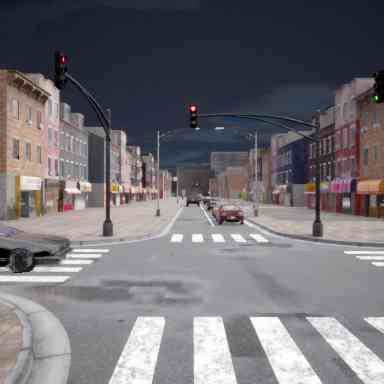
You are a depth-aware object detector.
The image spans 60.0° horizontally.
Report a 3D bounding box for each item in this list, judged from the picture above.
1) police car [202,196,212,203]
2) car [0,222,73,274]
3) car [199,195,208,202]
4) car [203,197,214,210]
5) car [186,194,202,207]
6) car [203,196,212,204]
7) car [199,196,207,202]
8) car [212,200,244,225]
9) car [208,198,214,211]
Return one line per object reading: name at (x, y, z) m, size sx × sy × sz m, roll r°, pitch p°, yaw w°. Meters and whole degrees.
police car at (3.161, 1.547, 62.528) m, size 1.930 × 1.638 × 5.238 m, roll 0°, pitch 0°, yaw 0°
car at (-6.389, 1.524, 9.686) m, size 5.357 × 1.411 × 2.033 m, roll 0°, pitch 0°, yaw -7°
car at (2.835, 1.637, 81.045) m, size 1.967 × 1.590 × 4.097 m, roll 0°, pitch 0°, yaw 0°
car at (2.739, 1.616, 41.287) m, size 1.947 × 1.339 × 4.313 m, roll 0°, pitch 0°, yaw 0°
car at (0.182, 1.312, 54.207) m, size 2.150 × 2.045 × 5.566 m, roll 0°, pitch 0°, yaw 1°
car at (3.193, 1.676, 69.417) m, size 1.812 × 1.442 × 4.674 m, roll 0°, pitch 0°, yaw 0°
car at (2.848, 1.803, 86.724) m, size 1.802 × 1.307 × 4.206 m, roll 0°, pitch 0°, yaw 0°
car at (2.698, 1.562, 24.248) m, size 1.887 × 1.381 × 4.507 m, roll 0°, pitch 0°, yaw 0°
car at (2.712, 1.551, 30.098) m, size 1.752 × 1.417 × 4.829 m, roll 0°, pitch 0°, yaw 0°
